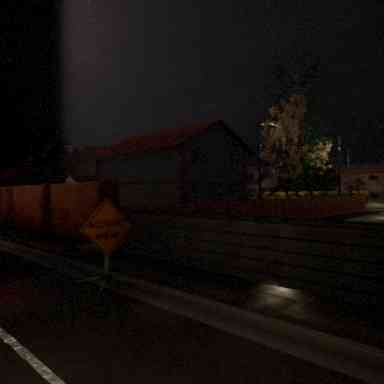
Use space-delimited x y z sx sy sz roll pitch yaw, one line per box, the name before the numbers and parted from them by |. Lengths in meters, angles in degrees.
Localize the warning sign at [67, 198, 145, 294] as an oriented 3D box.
warning sign | -1.901 1.081 7.417 1.060 1.860 1.300 -1 0 44
